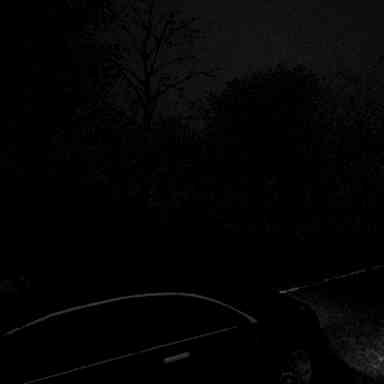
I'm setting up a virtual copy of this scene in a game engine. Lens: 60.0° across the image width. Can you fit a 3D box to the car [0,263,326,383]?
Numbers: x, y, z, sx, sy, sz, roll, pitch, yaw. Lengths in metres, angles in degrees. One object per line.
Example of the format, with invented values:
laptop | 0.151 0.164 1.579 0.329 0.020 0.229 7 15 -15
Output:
car | -0.658 1.505 3.276 4.892 1.490 1.837 0 0 -35
